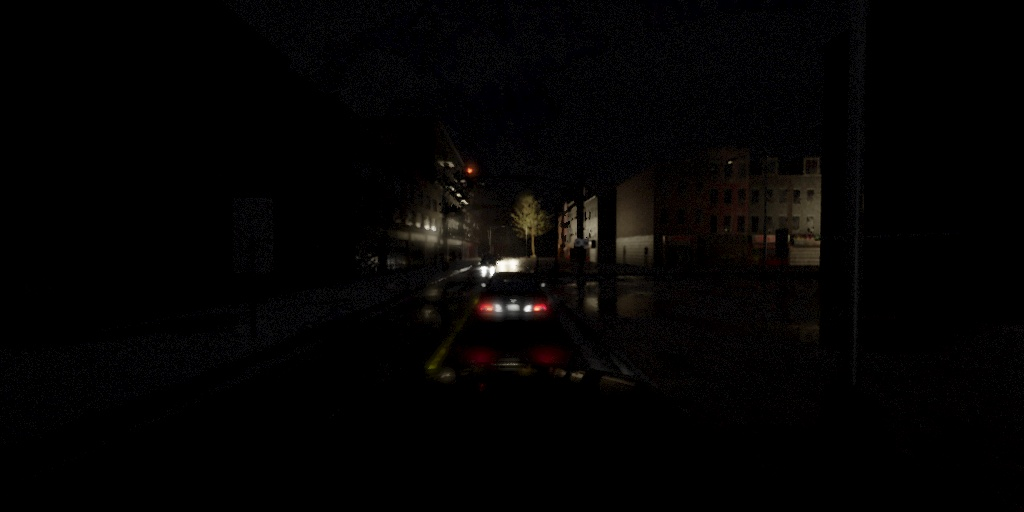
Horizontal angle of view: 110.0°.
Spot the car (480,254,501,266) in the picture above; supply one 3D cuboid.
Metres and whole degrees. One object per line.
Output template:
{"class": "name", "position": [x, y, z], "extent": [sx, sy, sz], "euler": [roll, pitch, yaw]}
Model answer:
{"class": "car", "position": [-2.925, 0.519, 45.454], "extent": [2.128, 1.511, 4.902], "euler": [0, 1, 0]}

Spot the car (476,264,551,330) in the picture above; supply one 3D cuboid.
{"class": "car", "position": [0.046, 1.150, 10.441], "extent": [2.033, 1.411, 5.357], "euler": [0, 1, 0]}

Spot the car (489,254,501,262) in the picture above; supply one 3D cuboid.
{"class": "car", "position": [-2.925, 0.333, 62.047], "extent": [1.994, 1.385, 4.181], "euler": [0, 1, 0]}
